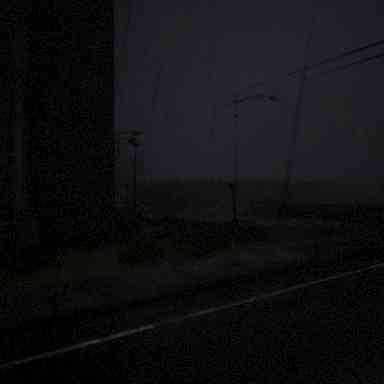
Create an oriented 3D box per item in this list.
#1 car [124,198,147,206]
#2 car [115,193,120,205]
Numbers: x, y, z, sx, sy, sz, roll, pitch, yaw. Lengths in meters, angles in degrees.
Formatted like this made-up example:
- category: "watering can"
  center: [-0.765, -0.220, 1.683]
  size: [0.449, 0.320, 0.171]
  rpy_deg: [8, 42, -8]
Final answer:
- category: "car"
  center: [-8.420, 1.526, 49.003]
  size: [1.895, 1.301, 4.718]
  rpy_deg: [0, 0, -34]
- category: "car"
  center: [-14.312, 1.147, 57.449]
  size: [2.150, 2.045, 5.566]
  rpy_deg: [0, 0, -35]
